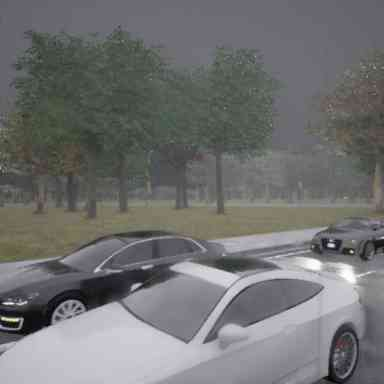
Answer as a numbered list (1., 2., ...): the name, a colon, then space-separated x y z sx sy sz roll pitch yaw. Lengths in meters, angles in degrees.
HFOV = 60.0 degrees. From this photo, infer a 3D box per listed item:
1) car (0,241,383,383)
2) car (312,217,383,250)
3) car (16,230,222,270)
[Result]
1. car: 0.268 1.575 3.932 4.674 1.442 1.812 0 -1 -36
2. car: 6.450 1.694 12.897 4.181 1.385 1.994 0 -1 -38
3. car: -1.308 1.594 6.828 4.892 1.490 1.837 0 -1 -38
